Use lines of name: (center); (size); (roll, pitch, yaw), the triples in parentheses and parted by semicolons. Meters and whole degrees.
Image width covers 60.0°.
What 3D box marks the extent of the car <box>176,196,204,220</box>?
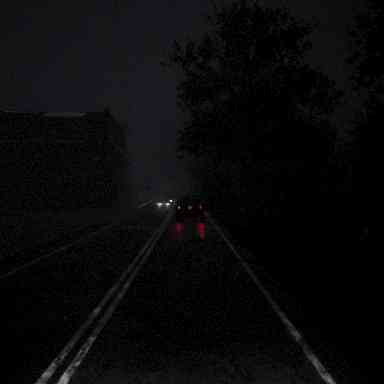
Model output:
car: (-0.192, 1.164, 26.250); (2.097, 1.767, 4.553); (0, 0, -1)

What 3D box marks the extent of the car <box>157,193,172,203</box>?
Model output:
car: (-4.475, 1.073, 53.173); (1.994, 1.385, 4.181); (0, 1, -2)

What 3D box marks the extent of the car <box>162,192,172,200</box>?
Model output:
car: (-5.140, 0.803, 68.751); (1.895, 1.301, 4.718); (0, 1, -3)

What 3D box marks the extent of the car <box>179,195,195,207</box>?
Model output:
car: (-0.722, 1.180, 44.938); (2.033, 1.411, 5.357); (0, 1, -2)
